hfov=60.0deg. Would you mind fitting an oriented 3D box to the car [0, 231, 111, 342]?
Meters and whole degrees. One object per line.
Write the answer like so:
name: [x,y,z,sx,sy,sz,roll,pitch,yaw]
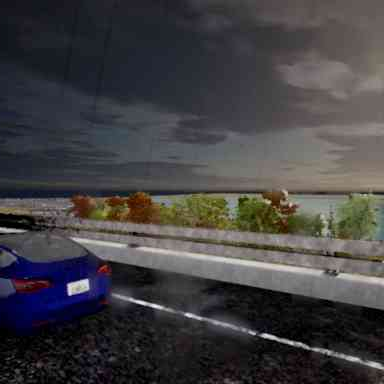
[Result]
car: [-3.638,1.505,6.482,4.792,1.488,2.163,0,0,36]
